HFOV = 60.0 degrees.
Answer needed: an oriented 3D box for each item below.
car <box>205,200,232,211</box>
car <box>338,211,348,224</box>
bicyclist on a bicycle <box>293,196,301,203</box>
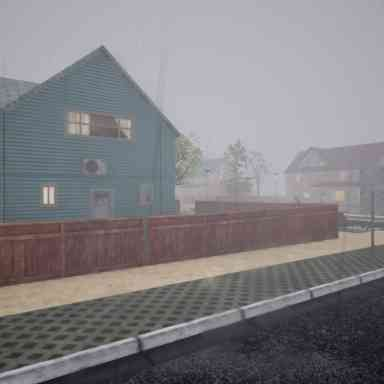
[{"bbox_3d":[2.431,1.469,31.679,1.994,1.385,4.181,0,0,-36],"label":"car"},{"bbox_3d":[8.325,1.553,23.451,1.895,1.301,4.718,0,0,-36],"label":"car"},{"bbox_3d":[9.873,1.206,31.351,1.656,1.620,0.582,-1,1,-36],"label":"bicyclist on a bicycle"}]
